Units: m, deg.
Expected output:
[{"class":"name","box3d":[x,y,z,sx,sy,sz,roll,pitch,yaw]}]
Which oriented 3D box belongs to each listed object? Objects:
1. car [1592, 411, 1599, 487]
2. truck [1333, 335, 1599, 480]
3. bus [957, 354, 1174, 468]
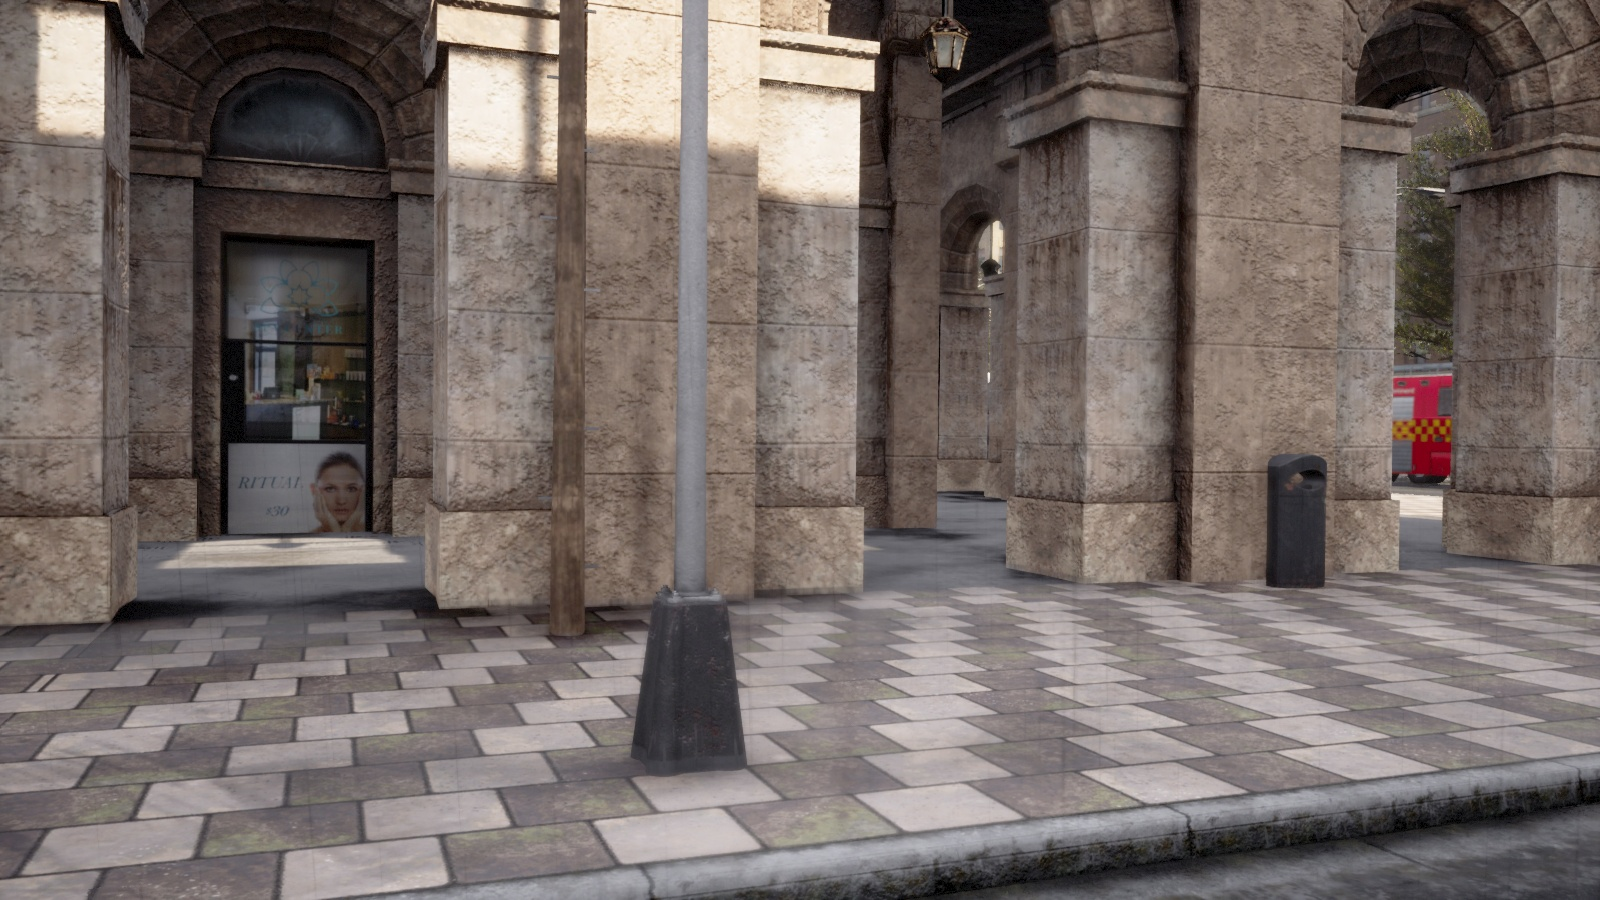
[{"class":"car","box3d":[20.346,-0.014,27.671,2.097,1.767,4.553,-1,1,-20]},{"class":"truck","box3d":[20.284,-1.198,37.596,2.891,3.827,8.468,-1,1,-21]},{"class":"bus","box3d":[10.796,-1.553,52.720,3.944,4.253,10.273,-1,1,-21]}]
